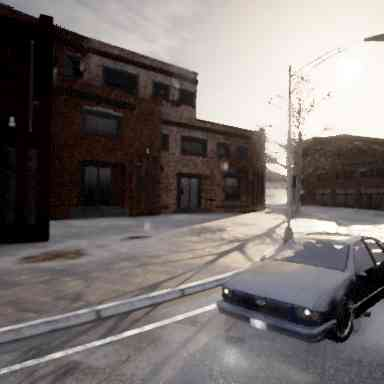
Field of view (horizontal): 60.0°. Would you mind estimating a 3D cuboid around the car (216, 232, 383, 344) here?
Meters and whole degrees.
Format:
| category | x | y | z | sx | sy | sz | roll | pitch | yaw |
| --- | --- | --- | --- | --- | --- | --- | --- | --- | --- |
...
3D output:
| category | x | y | z | sx | sy | sz | roll | pitch | yaw |
| --- | --- | --- | --- | --- | --- | --- | --- | --- | --- |
| car | 2.848 | 1.580 | 6.840 | 2.033 | 1.411 | 5.357 | 0 | 0 | 45 |
